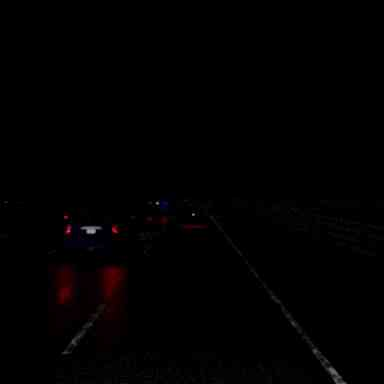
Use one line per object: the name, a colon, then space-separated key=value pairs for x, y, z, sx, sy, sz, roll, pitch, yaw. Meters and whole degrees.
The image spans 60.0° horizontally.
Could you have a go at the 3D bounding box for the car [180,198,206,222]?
car: x=0.092 y=1.470 z=26.356 sx=1.882 sy=1.535 sz=5.008 roll=0 pitch=0 yaw=0

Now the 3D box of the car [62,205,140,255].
car: x=-3.403 y=1.350 z=13.336 sx=2.097 sy=1.767 sz=4.553 roll=0 pitch=0 yaw=0

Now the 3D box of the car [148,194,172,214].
car: x=-3.422 y=1.213 z=35.614 sx=2.150 sy=2.045 sz=5.566 roll=0 pitch=0 yaw=0

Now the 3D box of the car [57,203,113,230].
car: x=-6.906 y=1.541 z=22.244 sx=2.033 sy=1.411 sz=5.357 roll=0 pitch=0 yaw=0

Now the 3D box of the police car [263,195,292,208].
police car: x=11.368 y=1.282 z=45.044 sx=1.930 sy=1.638 sz=5.238 roll=0 pitch=0 yaw=-20

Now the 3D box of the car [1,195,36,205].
car: x=-21.012 y=1.147 z=41.103 sx=1.837 sy=1.490 sz=4.892 roll=0 pitch=0 yaw=0

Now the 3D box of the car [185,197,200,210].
car: x=0.087 y=1.472 z=42.973 sx=1.882 sy=1.535 sz=5.008 roll=0 pitch=0 yaw=0
